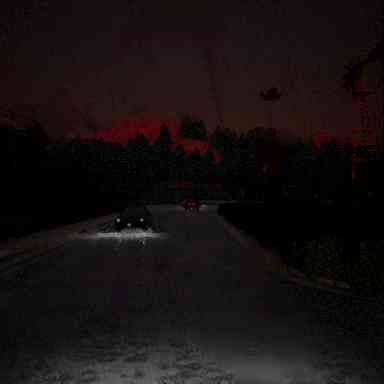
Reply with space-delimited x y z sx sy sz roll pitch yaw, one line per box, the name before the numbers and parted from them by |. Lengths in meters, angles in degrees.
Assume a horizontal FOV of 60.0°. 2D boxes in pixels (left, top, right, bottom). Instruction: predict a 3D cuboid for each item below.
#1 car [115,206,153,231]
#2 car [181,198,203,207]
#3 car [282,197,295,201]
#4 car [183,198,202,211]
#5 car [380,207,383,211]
car | -3.629 1.634 21.511 1.812 1.442 4.674 0 0 0
car | 0.044 1.808 57.084 1.812 1.442 4.674 0 0 27
car | 19.664 1.658 63.792 4.553 1.767 2.097 0 0 1
car | -0.013 1.724 44.127 1.837 1.490 4.892 0 0 0
car | 22.051 1.684 35.007 3.905 1.438 1.784 0 0 0
